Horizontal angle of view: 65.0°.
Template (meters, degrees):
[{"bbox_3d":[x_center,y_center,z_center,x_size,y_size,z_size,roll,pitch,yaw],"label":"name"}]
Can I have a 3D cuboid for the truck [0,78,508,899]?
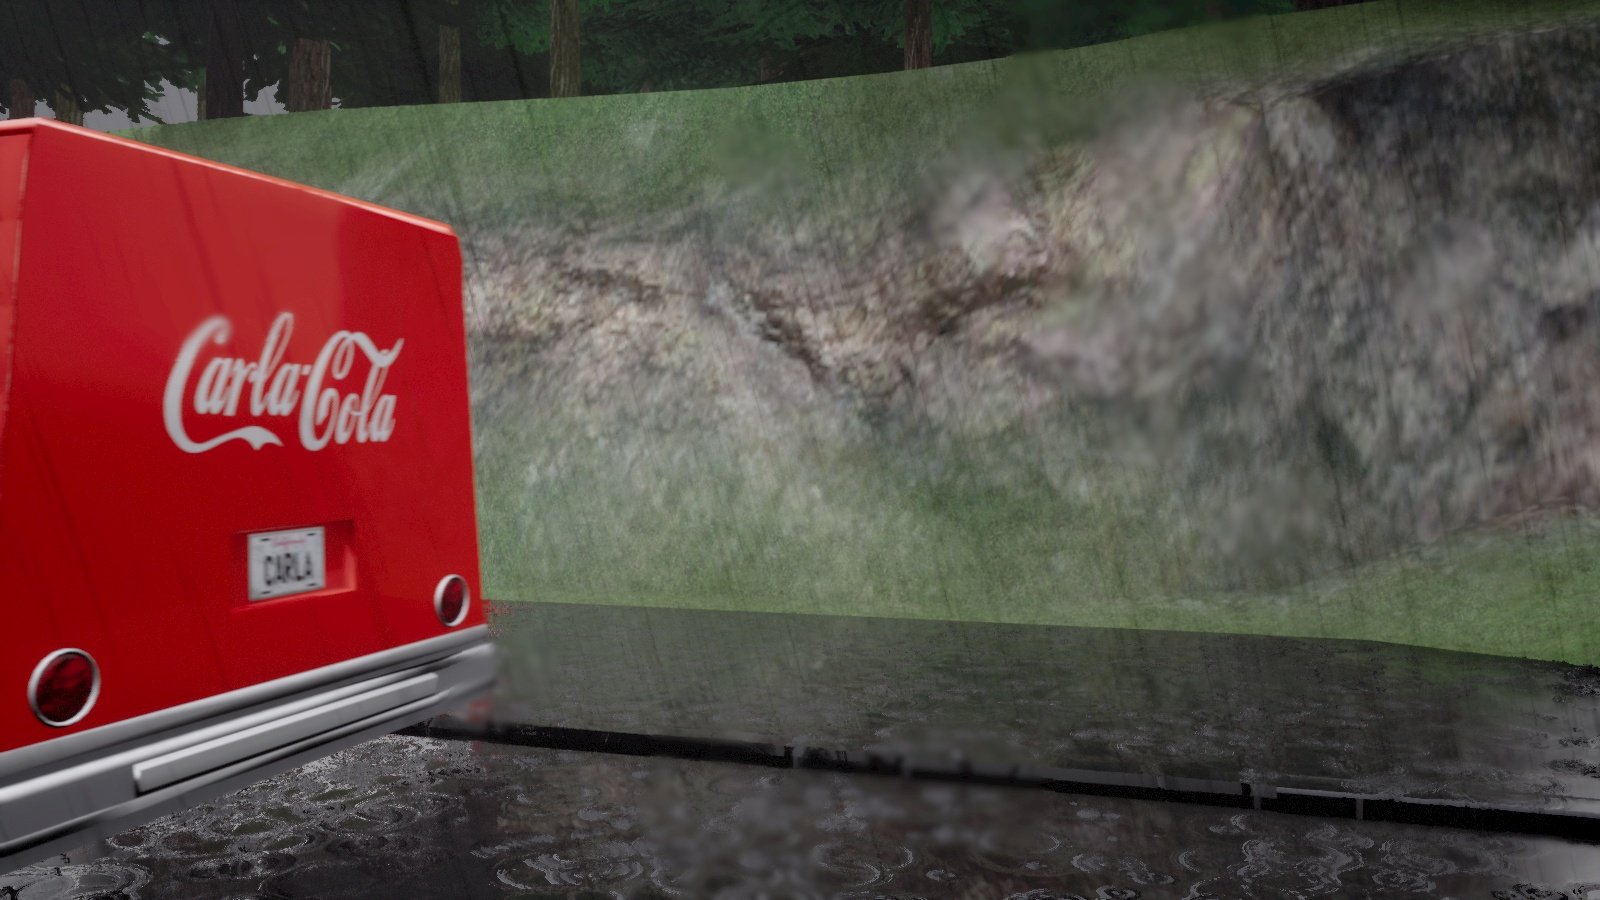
[{"bbox_3d":[-4.172,0.242,5.116,5.204,2.467,2.627,1,1,19],"label":"truck"}]
